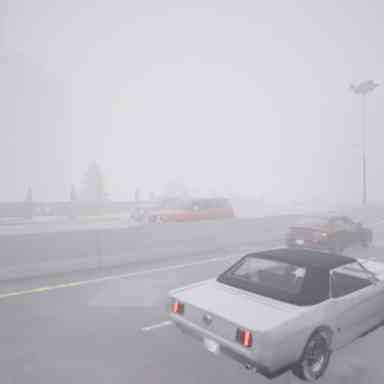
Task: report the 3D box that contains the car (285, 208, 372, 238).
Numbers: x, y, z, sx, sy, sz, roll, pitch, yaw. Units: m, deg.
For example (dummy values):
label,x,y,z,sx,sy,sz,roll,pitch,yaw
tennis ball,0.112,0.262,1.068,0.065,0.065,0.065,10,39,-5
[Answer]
label,x,y,z,sx,sy,sz,roll,pitch,yaw
car,5.465,1.567,13.167,4.674,1.442,1.812,0,0,-43

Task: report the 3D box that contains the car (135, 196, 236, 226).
label,x,y,z,sx,sy,sz,roll,pitch,yaw
car,0.029,1.297,17.857,5.566,2.045,2.150,0,0,-43

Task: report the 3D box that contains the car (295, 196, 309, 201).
label,x,y,z,sx,sy,sz,roll,pitch,yaw
car,30.000,1.775,90.685,2.033,1.411,5.357,-1,-1,1

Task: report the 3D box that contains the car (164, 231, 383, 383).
label,x,y,z,sx,sy,sz,roll,pitch,yaw
car,1.987,1.617,5.492,4.718,1.301,1.895,0,0,-38

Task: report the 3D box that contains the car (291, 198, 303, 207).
label,x,y,z,sx,sy,sz,roll,pitch,yaw
car,19.014,1.847,60.255,1.882,1.535,5.008,0,-1,18

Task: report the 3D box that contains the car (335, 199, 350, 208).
label,x,y,z,sx,sy,sz,roll,pitch,yaw
car,23.072,1.826,51.083,1.994,1.385,4.181,0,0,23

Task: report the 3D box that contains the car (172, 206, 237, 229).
label,x,y,z,sx,sy,sz,roll,pitch,yaw
car,0.984,1.708,23.639,1.895,1.301,4.718,0,-1,44

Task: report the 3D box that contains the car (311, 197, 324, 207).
label,x,y,z,sx,sy,sz,roll,pitch,yaw
car,22.498,1.696,59.631,2.097,1.767,4.553,-1,-1,18

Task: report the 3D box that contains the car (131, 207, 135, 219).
label,x,y,z,sx,sy,sz,roll,pitch,yaw
car,-1.996,1.345,25.591,2.150,2.045,5.566,0,0,45
